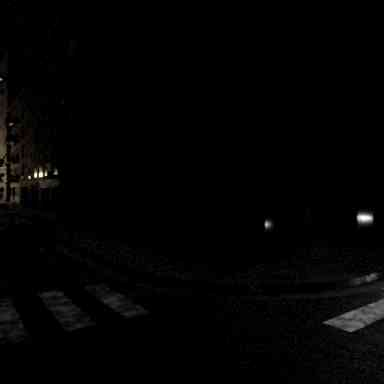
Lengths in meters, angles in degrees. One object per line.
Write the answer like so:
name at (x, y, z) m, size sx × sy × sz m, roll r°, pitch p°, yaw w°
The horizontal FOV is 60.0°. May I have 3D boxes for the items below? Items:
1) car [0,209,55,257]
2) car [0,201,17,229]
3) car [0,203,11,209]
car at (-6.620, 1.575, 13.029) m, size 2.008 × 1.369 × 4.403 m, roll 1°, pitch 0°, yaw -35°
car at (-13.011, 1.460, 22.027) m, size 1.967 × 1.590 × 4.097 m, roll 1°, pitch 0°, yaw -35°
car at (-9.915, 1.547, 17.667) m, size 1.752 × 1.417 × 4.829 m, roll 1°, pitch 0°, yaw -35°
